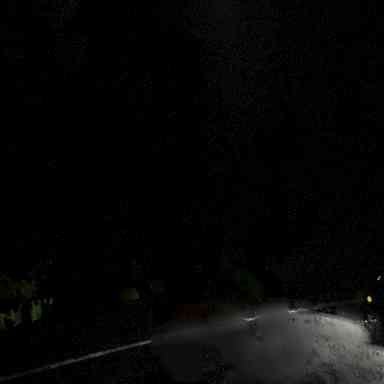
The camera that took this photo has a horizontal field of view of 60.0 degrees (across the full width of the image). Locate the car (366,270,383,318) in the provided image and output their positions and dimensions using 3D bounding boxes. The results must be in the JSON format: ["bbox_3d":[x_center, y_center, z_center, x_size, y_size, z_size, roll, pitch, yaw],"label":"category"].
[{"bbox_3d":[5.072,1.481,5.337,4.181,1.385,1.994,-1,1,-13],"label":"car"}]
